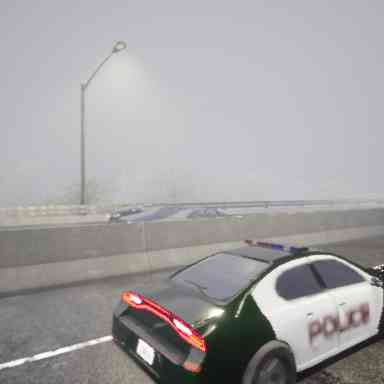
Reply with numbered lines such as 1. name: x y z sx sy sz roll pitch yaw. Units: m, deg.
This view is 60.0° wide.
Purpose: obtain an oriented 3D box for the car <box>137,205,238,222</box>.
1. car: 0.190 1.543 16.979 5.357 1.411 2.033 0 0 -35

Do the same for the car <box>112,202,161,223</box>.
1. car: -1.703 1.542 19.926 5.357 1.411 2.033 0 0 -35

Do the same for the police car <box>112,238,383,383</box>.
1. police car: 1.483 1.504 4.922 4.974 1.542 2.038 0 0 -35

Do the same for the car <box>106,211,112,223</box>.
1. car: -3.469 1.485 22.958 4.902 1.511 2.128 0 0 -35
